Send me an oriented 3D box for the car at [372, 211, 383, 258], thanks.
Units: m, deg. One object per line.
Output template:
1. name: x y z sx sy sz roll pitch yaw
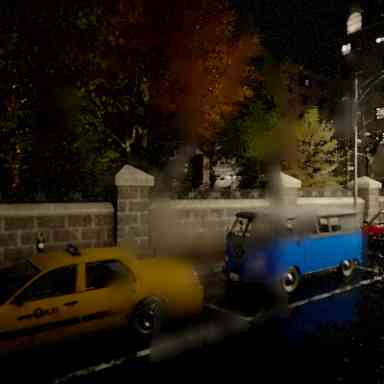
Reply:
1. car: 7.196 1.375 11.682 4.097 1.590 1.967 0 1 -35

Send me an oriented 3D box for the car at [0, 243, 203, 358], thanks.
1. car: -2.081 1.520 5.064 4.829 1.417 1.752 0 1 -35

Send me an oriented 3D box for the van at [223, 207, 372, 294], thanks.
1. van: 2.627 1.306 8.420 3.998 1.788 1.690 0 1 -35
